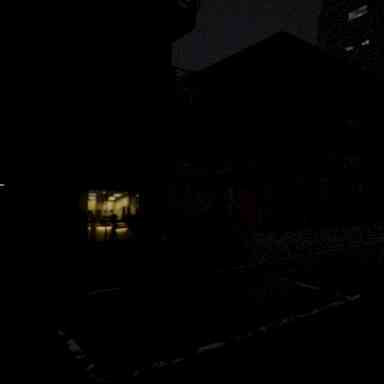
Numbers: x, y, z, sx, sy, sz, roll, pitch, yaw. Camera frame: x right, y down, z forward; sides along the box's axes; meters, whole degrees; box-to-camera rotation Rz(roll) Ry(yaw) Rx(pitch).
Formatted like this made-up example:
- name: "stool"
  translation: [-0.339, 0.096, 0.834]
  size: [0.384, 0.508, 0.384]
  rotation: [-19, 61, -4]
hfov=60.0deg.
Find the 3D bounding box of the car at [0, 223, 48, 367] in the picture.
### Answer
- name: "car"
  translation: [-4.064, 1.312, 3.165]
  size: [5.009, 1.841, 2.192]
  rotation: [0, 2, -35]
